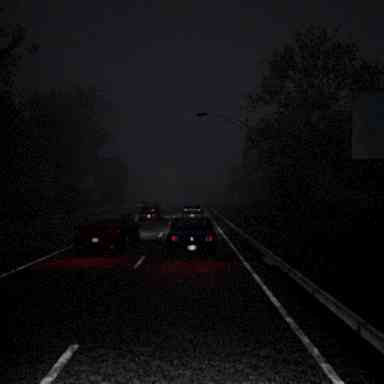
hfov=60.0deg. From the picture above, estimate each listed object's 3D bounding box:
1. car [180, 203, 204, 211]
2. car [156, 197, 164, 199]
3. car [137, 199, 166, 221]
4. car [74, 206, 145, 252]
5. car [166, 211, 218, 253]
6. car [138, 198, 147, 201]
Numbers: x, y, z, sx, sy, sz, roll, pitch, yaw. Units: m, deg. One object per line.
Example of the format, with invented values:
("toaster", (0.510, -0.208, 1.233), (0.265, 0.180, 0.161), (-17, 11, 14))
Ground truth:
("car", (0.014, 1.674, 29.311), (2.128, 1.511, 4.902), (0, 0, 0))
("car", (-6.979, 1.860, 71.727), (1.837, 1.490, 4.892), (0, 0, 0))
("car", (-3.485, 1.689, 29.333), (1.837, 1.490, 4.892), (0, 0, 0))
("car", (-3.487, 1.588, 14.500), (1.882, 1.535, 5.008), (0, 0, 0))
("car", (0.007, 1.709, 14.132), (1.895, 1.301, 4.718), (0, 0, 0))
("car", (-10.479, 1.900, 71.728), (2.033, 1.411, 5.357), (0, 0, 0))
